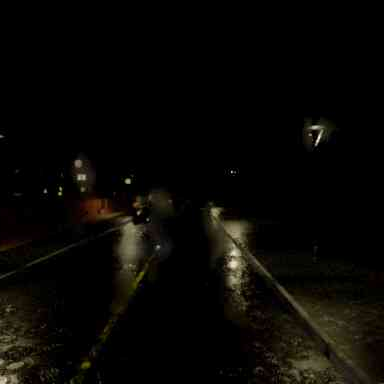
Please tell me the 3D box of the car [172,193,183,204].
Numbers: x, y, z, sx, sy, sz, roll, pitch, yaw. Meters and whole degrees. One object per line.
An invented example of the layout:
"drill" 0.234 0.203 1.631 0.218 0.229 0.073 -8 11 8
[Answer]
"car" -2.768 1.239 65.079 2.150 2.045 5.566 0 0 0

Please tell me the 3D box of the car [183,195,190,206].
"car" -0.007 1.567 53.700 2.033 1.411 5.357 0 0 0

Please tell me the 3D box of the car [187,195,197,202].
"car" -0.008 1.332 69.712 1.837 1.490 4.892 0 0 0

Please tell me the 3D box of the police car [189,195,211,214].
"police car" 0.957 1.441 35.387 1.930 1.638 5.238 0 0 0

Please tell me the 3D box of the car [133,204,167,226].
"car" -2.852 1.577 23.404 1.994 1.385 4.181 0 0 0
